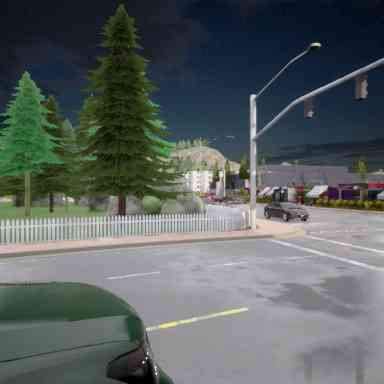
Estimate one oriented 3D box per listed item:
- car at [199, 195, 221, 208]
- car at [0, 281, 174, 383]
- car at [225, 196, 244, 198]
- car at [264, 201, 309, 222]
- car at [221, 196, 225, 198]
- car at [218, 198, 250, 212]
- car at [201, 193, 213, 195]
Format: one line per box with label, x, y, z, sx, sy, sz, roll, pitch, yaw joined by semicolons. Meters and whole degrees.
car;1.962;1.560;46.966;1.837;1.490;4.892;0;0;-16
car;-2.779;1.221;1.653;5.566;2.045;2.150;0;0;-36
car;8.616;1.547;62.284;2.128;1.511;4.902;0;0;-16
car;7.671;1.560;27.462;1.837;1.490;4.892;0;0;-16
car;5.989;1.559;71.147;1.837;1.490;4.892;0;0;-16
car;4.893;1.656;36.943;1.895;1.301;4.718;0;0;-16
car;2.844;1.277;69.594;2.150;2.045;5.566;0;0;-17
